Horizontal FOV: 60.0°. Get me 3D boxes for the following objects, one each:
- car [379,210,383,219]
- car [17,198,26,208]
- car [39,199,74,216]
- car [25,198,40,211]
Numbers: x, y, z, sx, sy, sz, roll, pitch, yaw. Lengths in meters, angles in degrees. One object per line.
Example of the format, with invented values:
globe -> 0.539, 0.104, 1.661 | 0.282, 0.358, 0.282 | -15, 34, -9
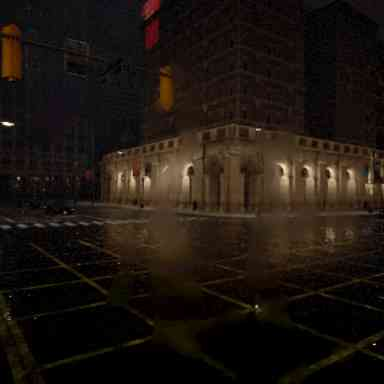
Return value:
car -> 20.626, 1.945, 32.832 | 5.357, 1.411, 2.033 | 1, 0, -35
car -> -25.379, 1.626, 50.780 | 1.812, 1.442, 4.674 | 1, 0, -35
car -> -13.961, 1.646, 34.689 | 2.033, 1.411, 5.357 | 1, 0, -36
car -> -19.570, 1.624, 42.516 | 1.812, 1.442, 4.674 | 1, 0, -35
